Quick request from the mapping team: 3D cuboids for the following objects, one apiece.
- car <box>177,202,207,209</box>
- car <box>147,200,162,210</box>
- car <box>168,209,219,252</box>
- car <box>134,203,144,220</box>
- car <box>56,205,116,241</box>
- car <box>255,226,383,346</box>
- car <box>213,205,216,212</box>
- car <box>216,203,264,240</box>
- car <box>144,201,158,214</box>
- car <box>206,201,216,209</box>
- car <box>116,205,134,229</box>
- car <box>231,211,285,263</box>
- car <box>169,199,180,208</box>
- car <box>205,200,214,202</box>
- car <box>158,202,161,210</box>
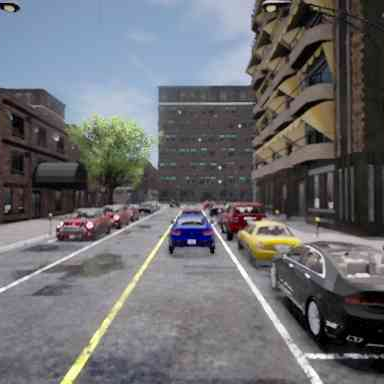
[{"bbox_3d":[-0.006,1.829,29.008,2.033,1.411,5.357,0,-1,0],"label":"car"},{"bbox_3d":[-5.827,2.032,51.665,1.752,1.417,4.829,1,-1,0],"label":"car"},{"bbox_3d":[0.002,1.665,14.392,1.812,1.442,4.674,0,0,0],"label":"car"},{"bbox_3d":[-5.652,1.864,29.088,1.802,1.307,4.206,1,-1,0],"label":"car"},{"bbox_3d":[-5.646,1.611,17.716,1.967,1.590,4.097,1,-1,0],"label":"car"},{"bbox_3d":[2.701,1.613,6.403,2.008,1.369,4.403,1,-1,0],"label":"car"},{"bbox_3d":[2.696,1.809,23.463,1.802,1.307,4.206,1,-1,0],"label":"car"},{"bbox_3d":[2.702,1.487,17.779,2.192,1.841,5.009,1,-1,0],"label":"car"},{"bbox_3d":[-5.654,1.960,40.461,1.947,1.339,4.313,1,-1,0],"label":"car"},{"bbox_3d":[2.694,1.905,34.835,1.947,1.339,4.313,1,-1,0],"label":"car"},{"bbox_3d":[-5.648,1.666,23.404,1.967,1.590,4.097,1,-1,0],"label":"car"},{"bbox_3d":[2.700,1.644,12.260,1.752,1.417,4.829,1,-1,0],"label":"car"},{"bbox_3d":[-3.018,2.097,59.451,1.837,1.490,4.892,0,-1,0],"label":"car"},{"bbox_3d":[2.739,1.949,51.893,1.967,1.590,4.097,1,-1,0],"label":"car"},{"bbox_3d":[-5.655,2.002,46.148,2.008,1.369,4.403,1,-1,0],"label":"car"}]
